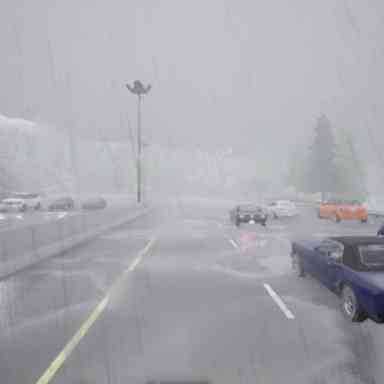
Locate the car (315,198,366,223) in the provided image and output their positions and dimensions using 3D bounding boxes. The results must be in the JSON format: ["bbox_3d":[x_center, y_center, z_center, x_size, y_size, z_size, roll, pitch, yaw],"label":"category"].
[{"bbox_3d":[10.587,1.224,23.965,2.097,1.767,4.553,0,0,0],"label":"car"}]

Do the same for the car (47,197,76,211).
[{"bbox_3d":[-14.278,1.314,36.663,1.837,1.490,4.892,0,0,-2],"label":"car"}]

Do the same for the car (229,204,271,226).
[{"bbox_3d":[3.583,1.484,22.041,1.895,1.301,4.718,0,0,0],"label":"car"}]

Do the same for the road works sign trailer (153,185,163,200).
[{"bbox_3d":[-8.604,0.031,82.361,2.380,3.560,2.880,0,0,-21],"label":"road works sign trailer"}]

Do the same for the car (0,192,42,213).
[{"bbox_3d":[-17.692,1.039,34.727,2.150,2.045,5.566,0,0,-1],"label":"car"}]

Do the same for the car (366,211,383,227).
[{"bbox_3d":[7.089,1.177,8.524,2.150,2.045,5.566,0,1,0],"label":"car"}]

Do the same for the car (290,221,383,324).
[{"bbox_3d":[3.582,1.563,7.040,1.895,1.301,4.718,0,0,0],"label":"car"}]

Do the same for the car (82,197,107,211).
[{"bbox_3d":[-10.786,1.283,37.000,1.882,1.535,5.008,0,0,-2],"label":"car"}]

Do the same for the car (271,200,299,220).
[{"bbox_3d":[7.092,1.386,26.383,1.812,1.442,4.674,0,0,0],"label":"car"}]
